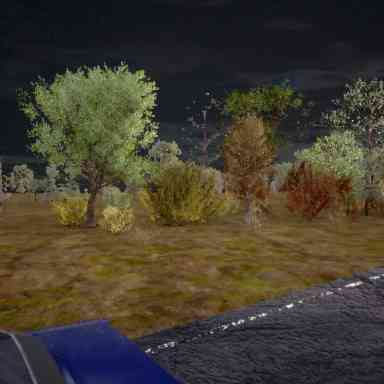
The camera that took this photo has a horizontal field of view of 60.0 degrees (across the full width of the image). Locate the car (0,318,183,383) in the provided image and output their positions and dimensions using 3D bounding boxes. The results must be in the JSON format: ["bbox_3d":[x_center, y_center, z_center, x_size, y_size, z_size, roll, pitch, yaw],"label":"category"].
[{"bbox_3d":[-2.321,1.601,1.673,4.718,1.301,1.895,0,0,-36],"label":"car"}]
